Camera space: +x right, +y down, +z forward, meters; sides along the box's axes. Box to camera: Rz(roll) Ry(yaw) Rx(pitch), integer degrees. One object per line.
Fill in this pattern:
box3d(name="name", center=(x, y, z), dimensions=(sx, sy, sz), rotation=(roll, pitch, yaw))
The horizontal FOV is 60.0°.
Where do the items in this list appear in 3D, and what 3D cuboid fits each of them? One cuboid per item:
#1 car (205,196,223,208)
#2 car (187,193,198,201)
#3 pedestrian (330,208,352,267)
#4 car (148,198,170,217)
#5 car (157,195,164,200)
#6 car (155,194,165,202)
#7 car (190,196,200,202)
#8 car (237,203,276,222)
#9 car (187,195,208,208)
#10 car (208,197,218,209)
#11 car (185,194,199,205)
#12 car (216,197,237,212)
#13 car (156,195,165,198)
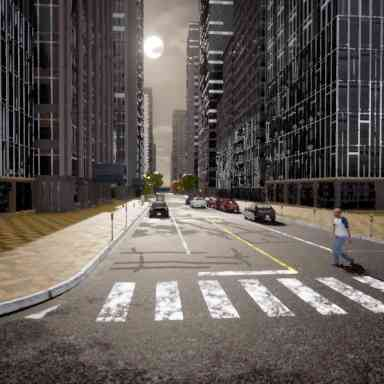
box3d(name="car", center=(3.185, 1.428, 48.728), dimensions=(1.967, 1.590, 4.097), rotation=(-1, 0, -5))
box3d(name="car", center=(0.073, 1.314, 82.478), dimensions=(2.192, 1.841, 5.009), rotation=(-1, 0, -5))
box3d(name="pedestrian", center=(4.452, 1.288, 9.980), dimensions=(0.375, 1.860, 0.375), rotation=(-1, 1, -5))
box3d(name="car", center=(-3.070, 1.552, 31.107), dimensions=(1.947, 1.339, 4.313), rotation=(-1, 0, -5))
box3d(name="car", center=(-8.772, 1.587, 92.978), dimensions=(1.802, 1.307, 4.206), rotation=(-1, 0, -5))
box3d(name="car", center=(-7.220, 1.310, 76.104), dimensions=(2.192, 1.841, 5.009), rotation=(-1, 0, -5))
box3d(name="car", center=(0.595, 1.578, 76.853), dimensions=(1.802, 1.307, 4.206), rotation=(-1, 0, -5))
box3d(name="car", center=(5.260, 1.539, 26.229), dimensions=(2.008, 1.369, 4.403), rotation=(-1, 0, -5))
box3d(name="car", center=(0.818, 1.513, 48.018), dimensions=(1.812, 1.442, 4.674), rotation=(0, 0, -5))
box3d(name="car", center=(3.705, 1.532, 43.103), dimensions=(1.887, 1.381, 4.507), rotation=(-1, 0, -5))
box3d(name="car", center=(-0.096, 1.553, 57.898), dimensions=(1.994, 1.385, 4.181), rotation=(0, 0, -5))
box3d(name="car", center=(4.224, 1.569, 37.478), dimensions=(1.802, 1.307, 4.206), rotation=(-1, 0, -5))
box3d(name="car", center=(-4.091, 1.511, 42.187), dimensions=(1.752, 1.417, 4.829), rotation=(-1, 0, -5))
